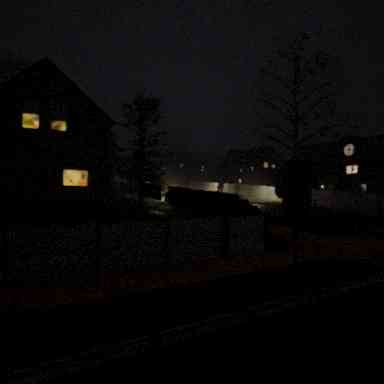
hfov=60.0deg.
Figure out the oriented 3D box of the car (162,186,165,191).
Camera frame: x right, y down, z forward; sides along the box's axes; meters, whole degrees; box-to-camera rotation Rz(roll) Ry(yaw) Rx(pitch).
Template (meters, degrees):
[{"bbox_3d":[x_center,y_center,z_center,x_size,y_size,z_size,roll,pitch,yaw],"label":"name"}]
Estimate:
[{"bbox_3d":[-5.828,-0.838,54.878,1.994,1.385,4.181,1,3,-20],"label":"car"}]
